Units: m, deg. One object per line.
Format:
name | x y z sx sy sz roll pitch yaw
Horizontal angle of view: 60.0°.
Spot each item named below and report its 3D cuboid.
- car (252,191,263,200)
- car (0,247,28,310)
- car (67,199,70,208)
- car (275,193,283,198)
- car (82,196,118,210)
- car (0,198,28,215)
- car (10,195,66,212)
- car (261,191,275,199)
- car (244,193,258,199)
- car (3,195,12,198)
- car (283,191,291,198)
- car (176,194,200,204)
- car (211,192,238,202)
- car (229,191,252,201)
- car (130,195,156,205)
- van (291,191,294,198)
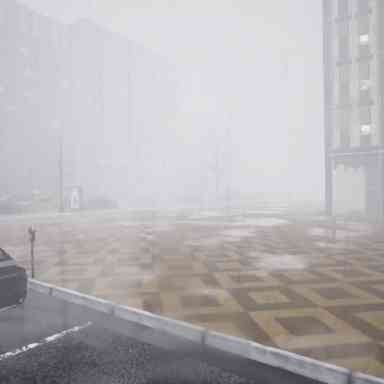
car | 12.418 1.047 68.637 1.802 1.307 4.206 -1 0 36
car | -4.979 1.553 6.595 4.403 1.369 2.008 0 -1 35
car | -17.054 1.415 42.206 1.887 1.381 4.507 -1 0 36
car | 18.898 0.939 77.593 2.008 1.369 4.403 -1 0 36
car | -10.267 1.186 37.292 1.967 1.590 4.097 -1 0 36
car | -16.747 1.413 28.335 1.802 1.307 4.206 -1 0 36
car | -17.239 1.340 37.545 1.882 1.535 5.008 -1 0 36
car | 15.655 0.741 73.115 2.192 1.841 5.009 -1 0 36
car | 15.352 1.041 86.985 1.947 1.339 4.313 -1 0 36
car | -20.297 1.228 37.727 2.192 1.841 5.009 -1 0 36
car | 22.139 0.932 82.071 1.802 1.307 4.206 -1 0 36
car | -0.546 1.062 50.725 1.967 1.590 4.097 -1 0 36
car | 5.936 1.094 59.681 2.008 1.369 4.403 -1 0 36
car | 9.177 1.048 64.159 1.887 1.381 4.507 -1 0 36
car | -7.444 1.262 51.059 1.812 1.442 4.674 -1 0 36
van | 25.377 0.655 86.549 1.690 1.788 3.998 -1 0 36
